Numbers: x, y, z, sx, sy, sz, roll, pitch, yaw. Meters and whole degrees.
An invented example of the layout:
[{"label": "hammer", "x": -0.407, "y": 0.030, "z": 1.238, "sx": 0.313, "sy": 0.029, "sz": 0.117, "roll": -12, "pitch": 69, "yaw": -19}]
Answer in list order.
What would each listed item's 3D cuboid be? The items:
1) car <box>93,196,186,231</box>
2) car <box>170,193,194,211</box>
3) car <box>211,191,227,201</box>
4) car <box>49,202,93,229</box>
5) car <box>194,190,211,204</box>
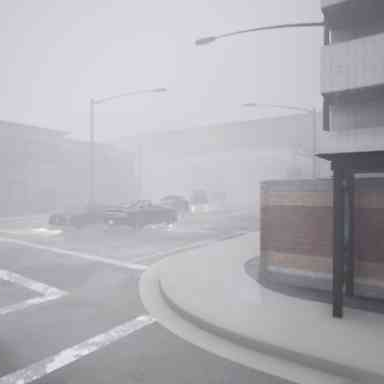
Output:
[{"label": "car", "x": -2.695, "y": 1.211, "z": 18.350, "sx": 2.128, "sy": 1.511, "sz": 4.902, "roll": 0, "pitch": 1, "yaw": 32}, {"label": "car", "x": -1.684, "y": 1.024, "z": 28.441, "sx": 1.812, "sy": 1.442, "sz": 4.674, "roll": 0, "pitch": 2, "yaw": 20}, {"label": "car", "x": 3.983, "y": 0.568, "z": 51.544, "sx": 1.837, "sy": 1.490, "sz": 4.892, "roll": 0, "pitch": 0, "yaw": -11}, {"label": "car", "x": -6.227, "y": 1.289, "z": 19.657, "sx": 1.994, "sy": 1.385, "sz": 4.181, "roll": 0, "pitch": 1, "yaw": 32}, {"label": "car", "x": 0.930, "y": 0.545, "z": 40.835, "sx": 2.097, "sy": 1.767, "sz": 4.553, "roll": 0, "pitch": 1, "yaw": 2}]
